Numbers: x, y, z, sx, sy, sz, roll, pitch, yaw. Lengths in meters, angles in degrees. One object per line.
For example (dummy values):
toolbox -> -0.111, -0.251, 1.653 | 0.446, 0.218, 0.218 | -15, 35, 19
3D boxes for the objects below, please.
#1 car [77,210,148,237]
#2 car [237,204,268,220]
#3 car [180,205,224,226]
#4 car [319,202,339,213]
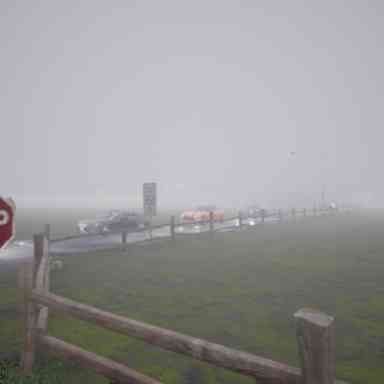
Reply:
car -> -4.875, 1.909, 21.020 | 2.128, 1.511, 4.902 | -1, -2, 36
car -> 6.822, 2.134, 37.494 | 2.097, 1.767, 4.553 | -1, -2, 35
car -> 0.946, 1.950, 29.217 | 2.097, 1.767, 4.553 | -1, -2, 35
car -> 22.433, 2.502, 54.454 | 2.097, 1.767, 4.553 | -1, -2, 37
